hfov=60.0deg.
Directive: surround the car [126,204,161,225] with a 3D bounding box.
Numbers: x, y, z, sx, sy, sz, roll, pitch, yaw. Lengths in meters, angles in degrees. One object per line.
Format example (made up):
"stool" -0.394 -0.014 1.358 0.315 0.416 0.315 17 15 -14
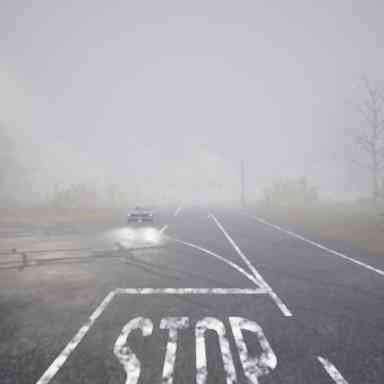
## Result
"car" -3.408 1.562 23.920 1.895 1.301 4.718 0 0 0
